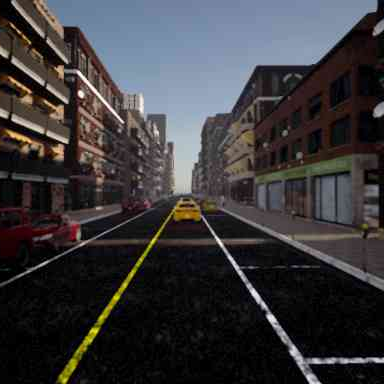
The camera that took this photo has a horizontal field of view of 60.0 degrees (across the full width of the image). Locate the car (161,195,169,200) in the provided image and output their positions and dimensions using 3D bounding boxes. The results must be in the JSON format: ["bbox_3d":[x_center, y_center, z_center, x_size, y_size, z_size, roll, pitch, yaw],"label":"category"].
[{"bbox_3d":[-7.448,1.582,92.863,2.008,1.369,4.403,0,0,-1],"label":"car"}]

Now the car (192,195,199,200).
[{"bbox_3d":[0.929,1.530,93.189,1.752,1.417,4.829,0,0,-1],"label":"car"}]

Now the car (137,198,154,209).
[{"bbox_3d":[-6.585,1.574,47.782,1.887,1.381,4.507,0,0,-1],"label":"car"}]

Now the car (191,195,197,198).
[{"bbox_3d":[-0.677,1.487,41.319,1.882,1.535,5.008,0,0,-1],"label":"car"}]

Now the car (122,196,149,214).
[{"bbox_3d":[-6.369,1.342,36.511,2.192,1.841,5.009,0,0,-1],"label":"car"}]

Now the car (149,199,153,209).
[{"bbox_3d":[-6.478,1.468,42.146,1.967,1.590,4.097,0,0,-1],"label":"car"}]

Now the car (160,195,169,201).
[{"bbox_3d":[-7.340,1.582,87.227,2.008,1.369,4.403,0,0,-1],"label":"car"}]

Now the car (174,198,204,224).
[{"bbox_3d":[-0.368,1.485,25.258,1.882,1.535,5.008,0,0,-1],"label":"car"}]

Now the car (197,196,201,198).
[{"bbox_3d":[1.794,1.547,47.938,1.887,1.381,4.507,0,0,-1],"label":"car"}]

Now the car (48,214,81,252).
[{"bbox_3d":[-5.939,1.604,13.970,1.802,1.307,4.206,0,0,-1],"label":"car"}]

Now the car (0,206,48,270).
[{"bbox_3d":[-5.830,1.336,8.335,2.192,1.841,5.009,0,0,-1],"label":"car"}]

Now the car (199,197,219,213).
[{"bbox_3d":[2.006,1.526,36.837,1.752,1.417,4.829,0,0,-1],"label":"car"}]

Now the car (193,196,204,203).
[{"bbox_3d":[1.363,1.555,70.478,2.008,1.369,4.403,0,0,-1],"label":"car"}]
